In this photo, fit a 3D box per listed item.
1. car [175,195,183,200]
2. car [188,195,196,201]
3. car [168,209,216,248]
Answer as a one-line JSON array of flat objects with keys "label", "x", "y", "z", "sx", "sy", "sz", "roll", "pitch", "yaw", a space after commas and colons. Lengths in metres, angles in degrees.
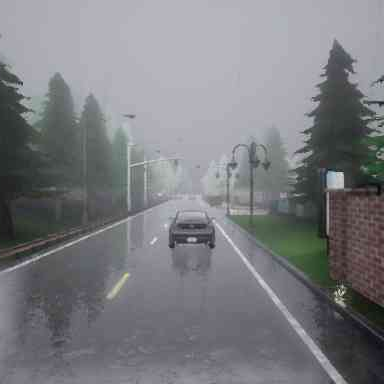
[{"label": "car", "x": -3.500, "y": 1.494, "z": 88.936, "sx": 1.812, "sy": 1.442, "sz": 4.674, "roll": 0, "pitch": 0, "yaw": 0}, {"label": "car", "x": 0.000, "y": 1.406, "z": 82.337, "sx": 1.994, "sy": 1.385, "sz": 4.181, "roll": 0, "pitch": 0, "yaw": 0}, {"label": "car", "x": 0.000, "y": 1.514, "z": 14.650, "sx": 1.837, "sy": 1.490, "sz": 4.892, "roll": 0, "pitch": 0, "yaw": 0}]
